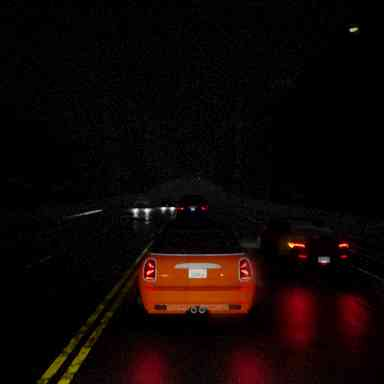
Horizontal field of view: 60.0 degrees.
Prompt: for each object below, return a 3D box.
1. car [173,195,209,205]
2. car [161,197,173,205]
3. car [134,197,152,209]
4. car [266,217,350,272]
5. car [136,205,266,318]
[{"bbox_3d":[0.046,1.194,24.028,2.150,2.045,5.566,0,0,0],"label":"car"},{"bbox_3d":[-3.383,1.466,47.921,2.033,1.411,5.357,0,0,0],"label":"car"},{"bbox_3d":[-6.654,1.452,44.976,1.812,1.442,4.674,0,0,0],"label":"car"},{"bbox_3d":[3.332,1.517,10.592,1.812,1.442,4.674,0,0,1],"label":"car"},{"bbox_3d":[0.082,1.346,7.546,2.097,1.767,4.553,0,0,0],"label":"car"}]
